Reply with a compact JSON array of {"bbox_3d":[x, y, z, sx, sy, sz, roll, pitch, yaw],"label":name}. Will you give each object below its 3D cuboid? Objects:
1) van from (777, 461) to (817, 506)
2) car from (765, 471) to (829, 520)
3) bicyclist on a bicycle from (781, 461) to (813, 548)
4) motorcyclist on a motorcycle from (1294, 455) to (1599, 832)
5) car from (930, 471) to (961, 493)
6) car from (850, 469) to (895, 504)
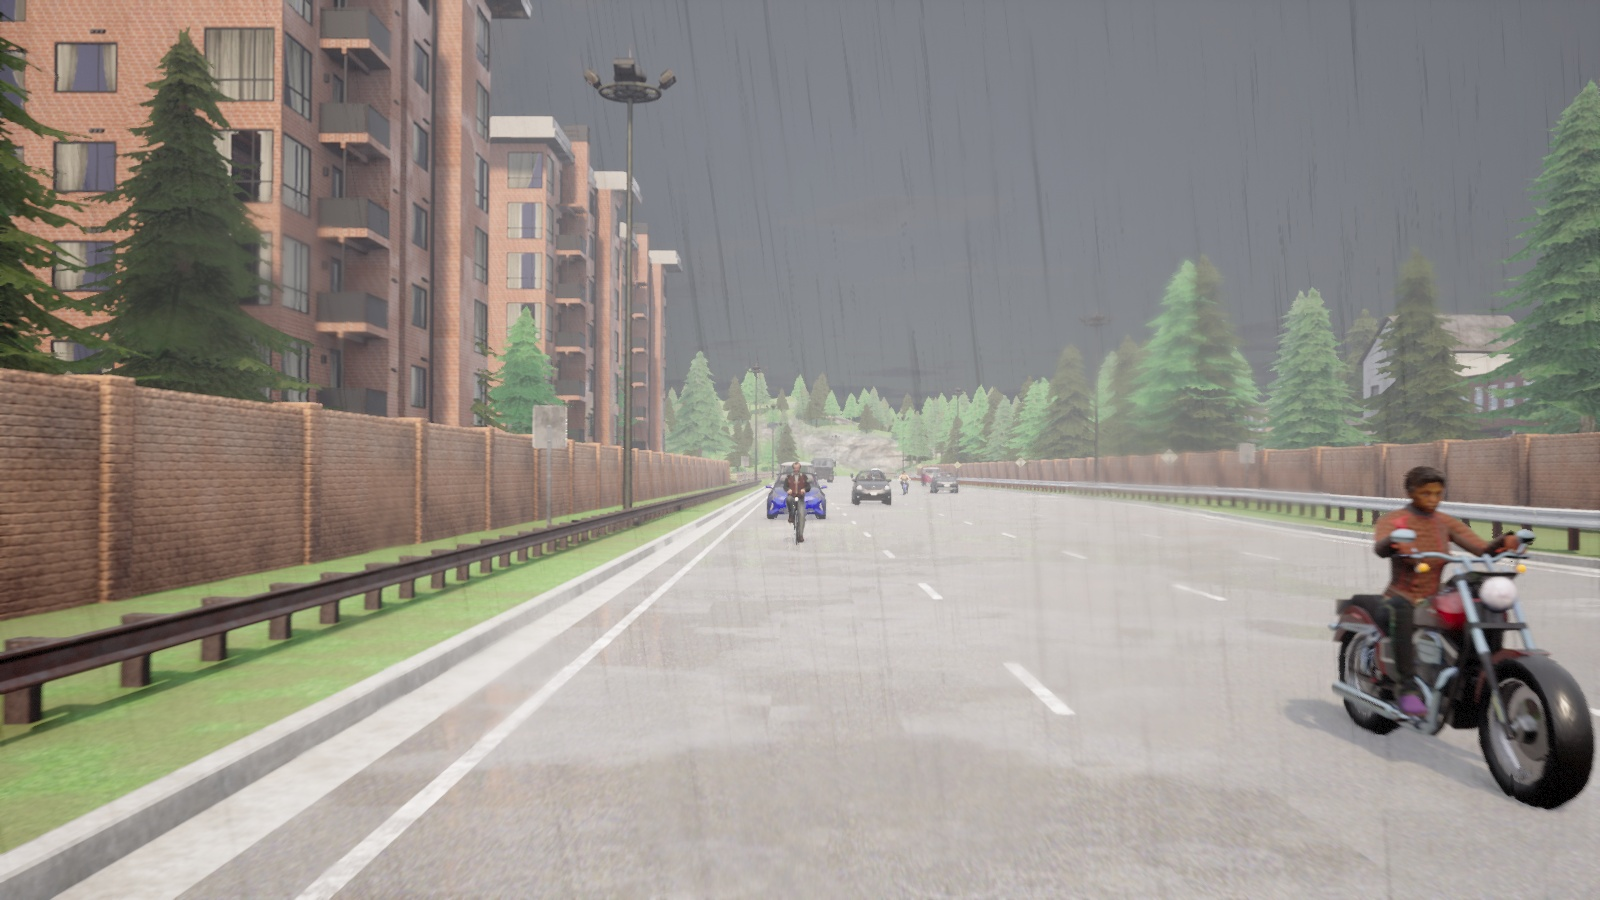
[{"bbox_3d":[-0.143,1.549,58.598,1.775,1.987,4.442,0,-1,0],"label":"van"},{"bbox_3d":[-0.101,1.454,41.356,2.007,1.525,4.514,0,-1,0],"label":"car"},{"bbox_3d":[-0.065,1.131,26.630,0.659,1.776,1.843,0,-1,0],"label":"bicyclist on a bicycle"},{"bbox_3d":[3.483,0.863,6.688,0.766,1.649,2.350,0,-1,0],"label":"motorcyclist on a motorcycle"},{"bbox_3d":[10.284,2.244,89.099,1.789,1.549,3.705,0,-1,0],"label":"car"},{"bbox_3d":[3.357,1.683,58.736,1.851,1.617,3.988,0,-1,0],"label":"car"}]
